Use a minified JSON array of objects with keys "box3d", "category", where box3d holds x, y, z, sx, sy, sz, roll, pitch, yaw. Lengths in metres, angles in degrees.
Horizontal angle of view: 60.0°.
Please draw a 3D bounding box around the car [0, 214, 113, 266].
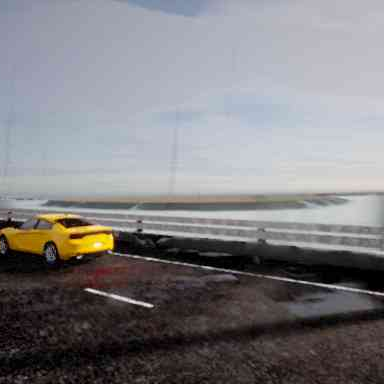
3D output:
[{"box3d":[-4.975,1.530,11.873,5.008,1.535,1.882,0,0,36],"category":"car"}]
